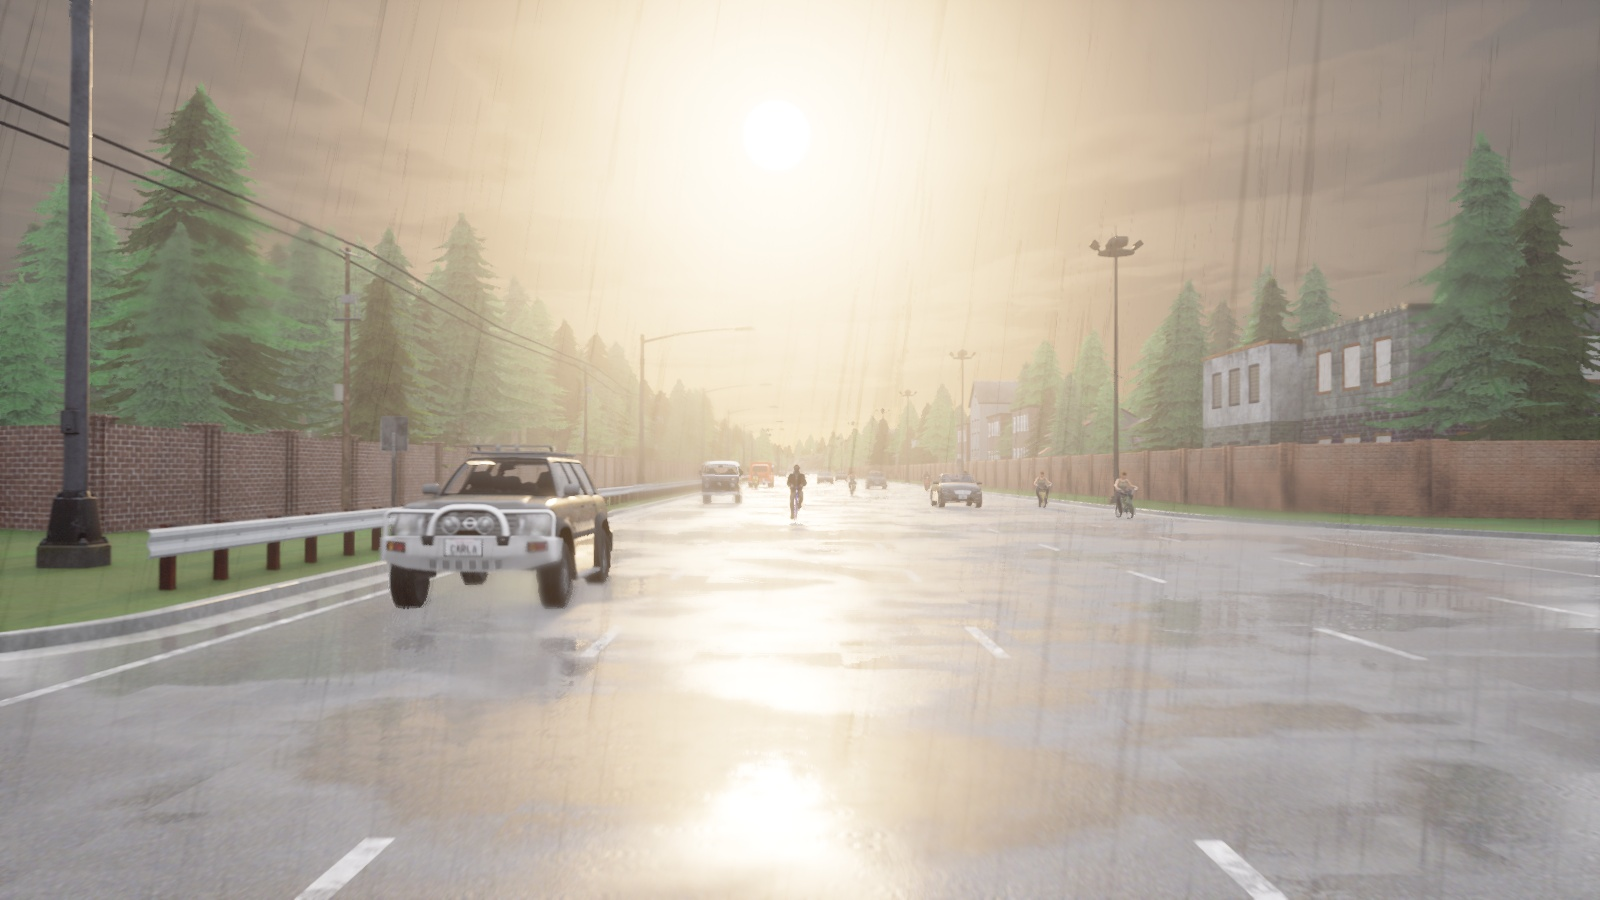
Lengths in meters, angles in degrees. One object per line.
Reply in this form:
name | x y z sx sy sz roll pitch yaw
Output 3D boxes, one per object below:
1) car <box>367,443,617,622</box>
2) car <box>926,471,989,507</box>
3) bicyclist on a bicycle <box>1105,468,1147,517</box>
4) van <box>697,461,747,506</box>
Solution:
car | -3.539 0.903 15.351 1.932 1.855 4.605 0 -1 0
car | 6.863 1.669 55.264 2.128 1.511 4.902 0 -1 0
bicyclist on a bicycle | 10.844 1.409 41.862 0.866 1.612 1.509 0 -1 -7
van | -3.648 1.550 59.566 2.069 2.038 4.480 0 -1 0
